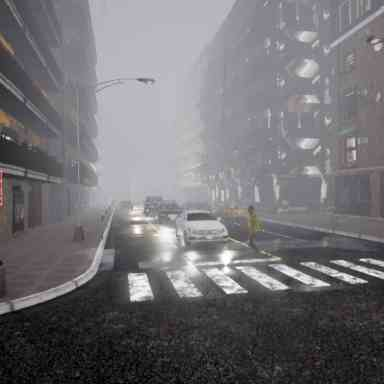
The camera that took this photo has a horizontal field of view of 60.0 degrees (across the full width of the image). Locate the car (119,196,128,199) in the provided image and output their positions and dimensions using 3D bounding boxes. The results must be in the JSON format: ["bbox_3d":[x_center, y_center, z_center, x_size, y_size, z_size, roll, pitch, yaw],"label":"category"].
[{"bbox_3d":[-14.438,1.851,71.181,2.192,1.841,5.009,-1,0,-12],"label":"car"}]

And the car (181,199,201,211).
[{"bbox_3d":[-0.189,1.754,45.295,1.887,1.381,4.507,-1,0,-12],"label":"car"}]

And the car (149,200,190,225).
[{"bbox_3d":[-1.869,1.632,25.899,2.128,1.511,4.902,-1,0,-12],"label":"car"}]

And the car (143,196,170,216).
[{"bbox_3d":[-4.113,1.438,36.180,2.150,2.045,5.566,-1,0,-12],"label":"car"}]

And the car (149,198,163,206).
[{"bbox_3d":[-7.030,1.892,64.428,2.128,1.511,4.902,-1,0,-12],"label":"car"}]

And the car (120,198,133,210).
[{"bbox_3d":[-9.590,1.938,49.053,1.802,1.307,4.206,-1,0,-12],"label":"car"}]

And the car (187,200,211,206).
[{"bbox_3d":[1.021,1.710,39.765,1.887,1.381,4.507,-1,0,-12],"label":"car"}]

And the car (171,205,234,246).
[{"bbox_3d":[0.303,1.601,15.979,1.812,1.442,4.674,-1,0,-11],"label":"car"}]

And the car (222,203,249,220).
[{"bbox_3d":[3.407,1.608,28.871,1.752,1.417,4.829,-1,0,-12],"label":"car"}]

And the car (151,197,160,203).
[{"bbox_3d":[-9.877,2.156,89.544,1.802,1.307,4.206,-1,0,-12],"label":"car"}]

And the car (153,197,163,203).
[{"bbox_3d":[-8.668,1.966,84.013,1.967,1.590,4.097,-1,0,-12],"label":"car"}]

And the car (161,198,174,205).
[{"bbox_3d":[-5.033,1.940,67.421,2.008,1.369,4.403,-1,0,-12],"label":"car"}]

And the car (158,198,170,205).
[{"bbox_3d":[-6.244,1.985,72.952,2.008,1.369,4.403,-1,0,-12],"label":"car"}]

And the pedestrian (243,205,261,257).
[{"bbox_3d":[2.128,1.330,11.551,0.375,1.860,0.375,-1,0,-12],"label":"pedestrian"}]

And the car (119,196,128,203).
[{"bbox_3d":[-19.282,2.045,93.302,2.192,1.841,5.009,-1,0,-12],"label":"car"}]

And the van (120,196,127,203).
[{"bbox_3d":[-18.070,2.017,87.774,1.690,1.788,3.998,-1,0,-12],"label":"van"}]
